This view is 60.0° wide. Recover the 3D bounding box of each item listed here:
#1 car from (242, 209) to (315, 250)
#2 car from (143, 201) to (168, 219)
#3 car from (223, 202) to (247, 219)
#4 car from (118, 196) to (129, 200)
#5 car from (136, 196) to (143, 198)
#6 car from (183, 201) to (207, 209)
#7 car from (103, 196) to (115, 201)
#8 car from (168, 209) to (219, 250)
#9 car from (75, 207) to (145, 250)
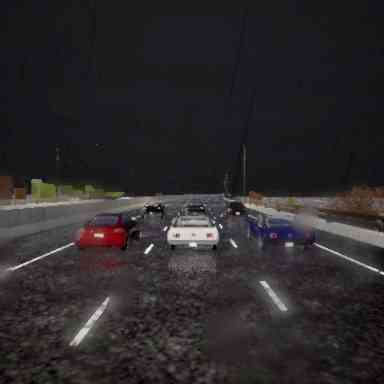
[{"bbox_3d":[3.563,1.622,14.297,1.895,1.301,4.718,0,0,0],"label":"car"},{"bbox_3d":[-3.245,1.518,29.281,2.128,1.511,4.902,0,0,1],"label":"car"},{"bbox_3d":[3.754,1.557,29.161,1.812,1.442,4.674,0,0,1],"label":"car"},{"bbox_3d":[-15.771,1.632,77.186,1.812,1.442,4.674,0,0,2],"label":"car"},{"bbox_3d":[-12.275,1.662,77.022,1.994,1.385,4.181,0,0,2],"label":"car"},{"bbox_3d":[0.254,1.519,29.221,2.128,1.511,4.902,0,0,1],"label":"car"},{"bbox_3d":[-19.267,1.584,77.349,1.882,1.535,5.008,0,0,2],"label":"car"},{"bbox_3d":[0.063,1.622,14.327,1.895,1.301,4.718,0,0,0],"label":"car"},{"bbox_3d":[-3.437,1.577,14.327,1.994,1.385,4.181,0,0,0],"label":"car"}]
